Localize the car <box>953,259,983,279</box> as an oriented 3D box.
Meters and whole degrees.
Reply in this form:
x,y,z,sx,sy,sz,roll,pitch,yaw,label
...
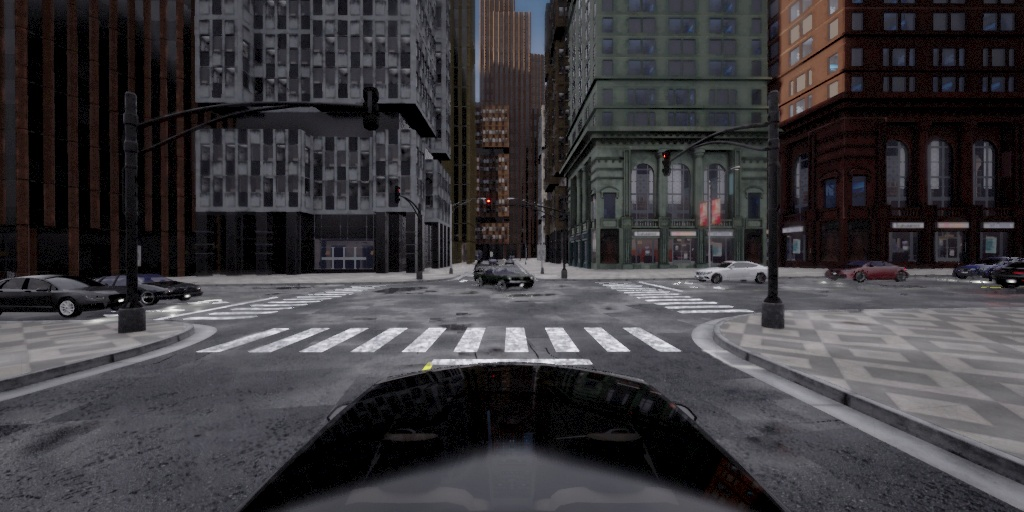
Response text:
x,y,z,sx,sy,sz,roll,pitch,yaw,label
32.382,0.809,23.814,4.674,1.442,1.812,-1,0,-1,car

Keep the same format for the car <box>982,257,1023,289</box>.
x,y,z,sx,sy,sz,roll,pitch,yaw,label
26.231,0.901,17.108,4.892,1.490,1.837,-1,0,0,car

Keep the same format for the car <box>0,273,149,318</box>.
x,y,z,sx,sy,sz,roll,pitch,yaw,label
-17.420,1.492,13.733,4.892,1.490,1.837,-1,0,0,car

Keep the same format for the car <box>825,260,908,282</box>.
x,y,z,sx,sy,sz,roll,pitch,yaw,label
23.422,0.961,23.793,4.181,1.385,1.994,-1,0,0,car

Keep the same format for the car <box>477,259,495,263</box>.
x,y,z,sx,sy,sz,roll,pitch,yaw,label
-3.273,1.229,40.589,1.837,1.490,4.892,0,0,0,car

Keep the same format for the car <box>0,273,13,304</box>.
x,y,z,sx,sy,sz,roll,pitch,yaw,label
-27.349,1.610,16.958,4.892,1.490,1.837,-1,0,0,car

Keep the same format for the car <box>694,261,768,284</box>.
x,y,z,sx,sy,sz,roll,pitch,yaw,label
14.600,1.036,23.770,4.674,1.442,1.812,-1,0,-1,car

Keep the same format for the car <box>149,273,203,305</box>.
x,y,z,sx,sy,sz,roll,pitch,yaw,label
-17.863,1.524,17.039,5.357,1.411,2.033,-1,0,5,car

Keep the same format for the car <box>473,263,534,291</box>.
x,y,z,sx,sy,sz,roll,pitch,yaw,label
-0.606,1.344,22.172,1.895,1.301,4.718,0,0,-31,car

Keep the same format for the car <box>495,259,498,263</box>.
x,y,z,sx,sy,sz,roll,pitch,yaw,label
-3.439,1.225,65.093,2.033,1.411,5.357,0,0,0,car
